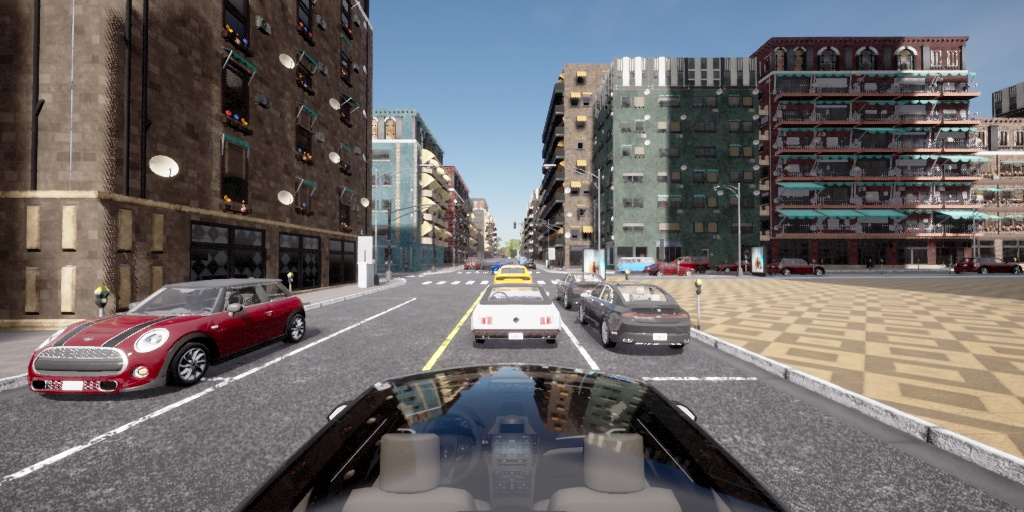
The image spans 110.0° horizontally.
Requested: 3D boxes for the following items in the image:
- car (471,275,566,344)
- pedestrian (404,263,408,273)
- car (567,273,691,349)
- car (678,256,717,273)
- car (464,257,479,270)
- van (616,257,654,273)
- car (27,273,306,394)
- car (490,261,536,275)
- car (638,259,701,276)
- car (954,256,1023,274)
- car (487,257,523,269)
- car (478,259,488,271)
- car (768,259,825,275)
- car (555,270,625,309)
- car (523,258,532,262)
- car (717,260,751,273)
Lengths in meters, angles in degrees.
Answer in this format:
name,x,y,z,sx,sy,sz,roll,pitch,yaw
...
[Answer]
name,x,y,z,sx,sy,sz,roll,pitch,yaw
car,0.080,1.353,9.580,1.895,1.301,4.718,0,0,0
pedestrian,-12.625,1.098,42.689,0.375,1.860,0.375,0,0,0
car,2.804,1.303,8.997,2.007,1.370,4.403,0,0,0
car,19.209,0.978,39.573,5.009,1.841,2.192,0,0,0
car,-5.809,1.084,52.780,2.192,1.841,5.009,0,0,0
van,13.682,1.046,39.600,3.998,1.789,1.690,0,0,0
car,-5.831,1.191,6.741,1.967,1.591,4.097,0,0,0
car,0.052,1.233,19.033,1.882,1.535,5.008,0,0,0
car,13.639,1.163,31.220,4.207,1.307,1.802,0,0,0
car,41.276,0.812,31.086,4.097,1.591,1.967,0,0,0
car,-0.728,1.298,42.346,1.882,1.535,5.008,1,1,22
car,-3.231,1.369,50.450,1.895,1.301,4.718,0,0,1
car,24.694,0.936,31.166,4.097,1.591,1.967,0,0,0
car,2.791,1.304,14.567,2.007,1.370,4.403,0,0,0
car,2.571,1.335,52.760,1.948,1.339,4.313,0,0,0
car,24.737,1.166,39.546,4.507,1.381,1.888,0,0,0
